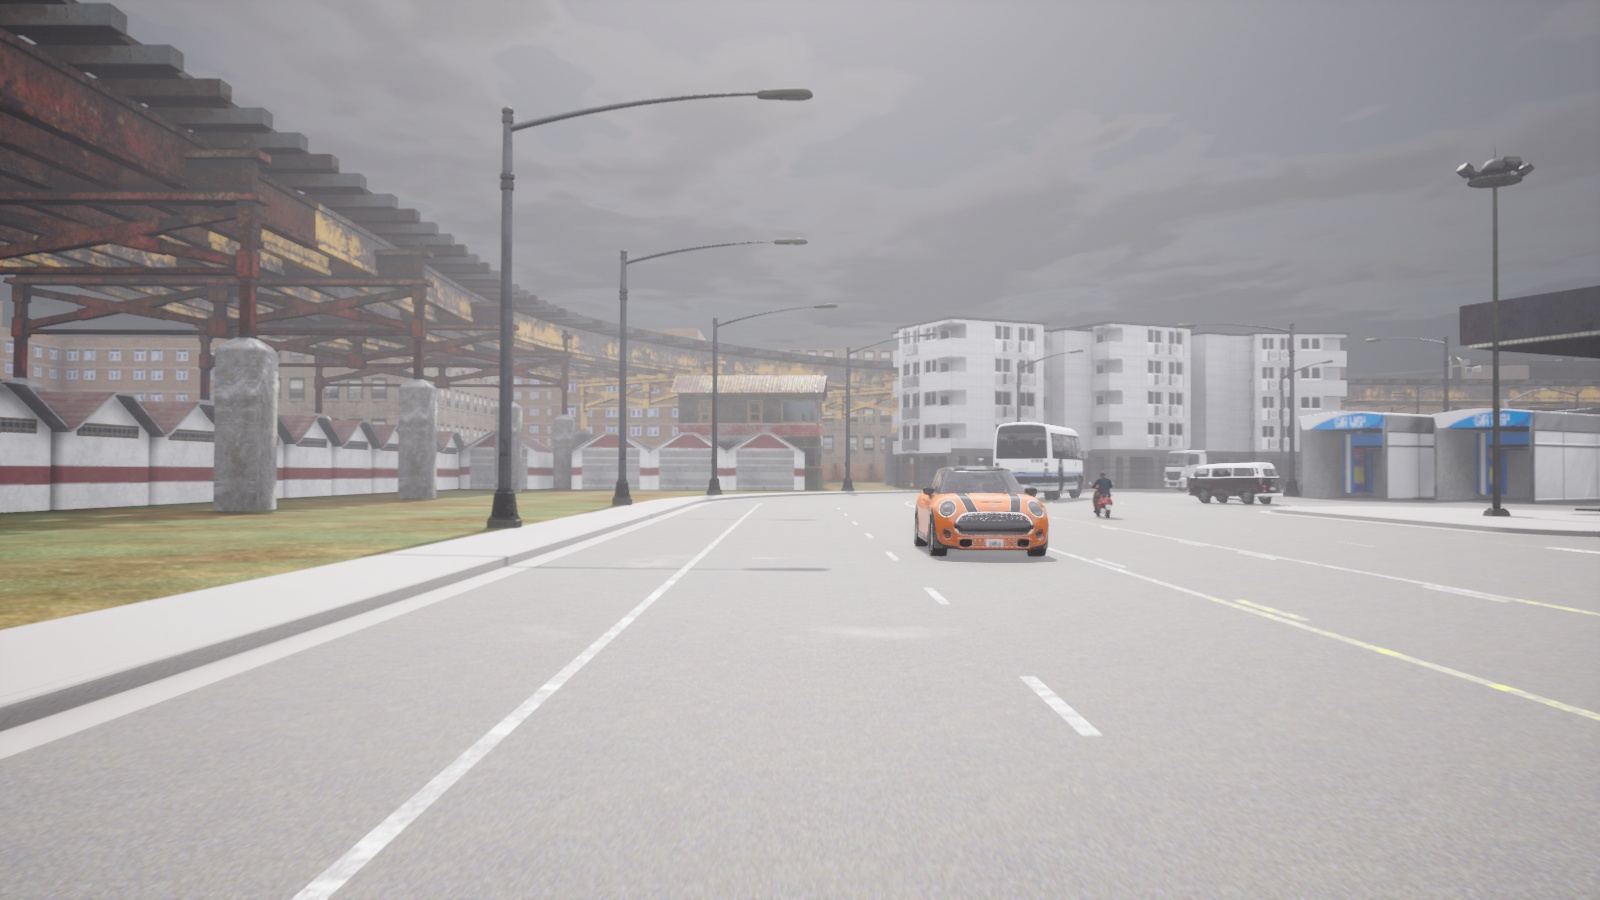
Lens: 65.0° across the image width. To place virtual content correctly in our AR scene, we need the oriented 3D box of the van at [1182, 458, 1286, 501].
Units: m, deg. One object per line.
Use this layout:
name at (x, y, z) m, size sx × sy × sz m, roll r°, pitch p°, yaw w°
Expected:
van at (21.684, 1.498, 62.914) m, size 2.069 × 2.038 × 4.480 m, roll 1°, pitch -2°, yaw -37°

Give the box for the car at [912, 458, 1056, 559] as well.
car at (3.444, 1.068, 24.383) m, size 2.097 × 1.767 × 4.553 m, roll 0°, pitch -1°, yaw 0°

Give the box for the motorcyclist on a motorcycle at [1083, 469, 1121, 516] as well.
motorcyclist on a motorcycle at (10.404, 1.451, 43.285) m, size 0.866 × 1.590 × 1.817 m, roll 0°, pitch -1°, yaw 0°

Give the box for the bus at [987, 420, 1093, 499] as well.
bus at (14.142, 0.605, 73.102) m, size 3.944 × 4.253 × 10.273 m, roll -1°, pitch -1°, yaw 23°
